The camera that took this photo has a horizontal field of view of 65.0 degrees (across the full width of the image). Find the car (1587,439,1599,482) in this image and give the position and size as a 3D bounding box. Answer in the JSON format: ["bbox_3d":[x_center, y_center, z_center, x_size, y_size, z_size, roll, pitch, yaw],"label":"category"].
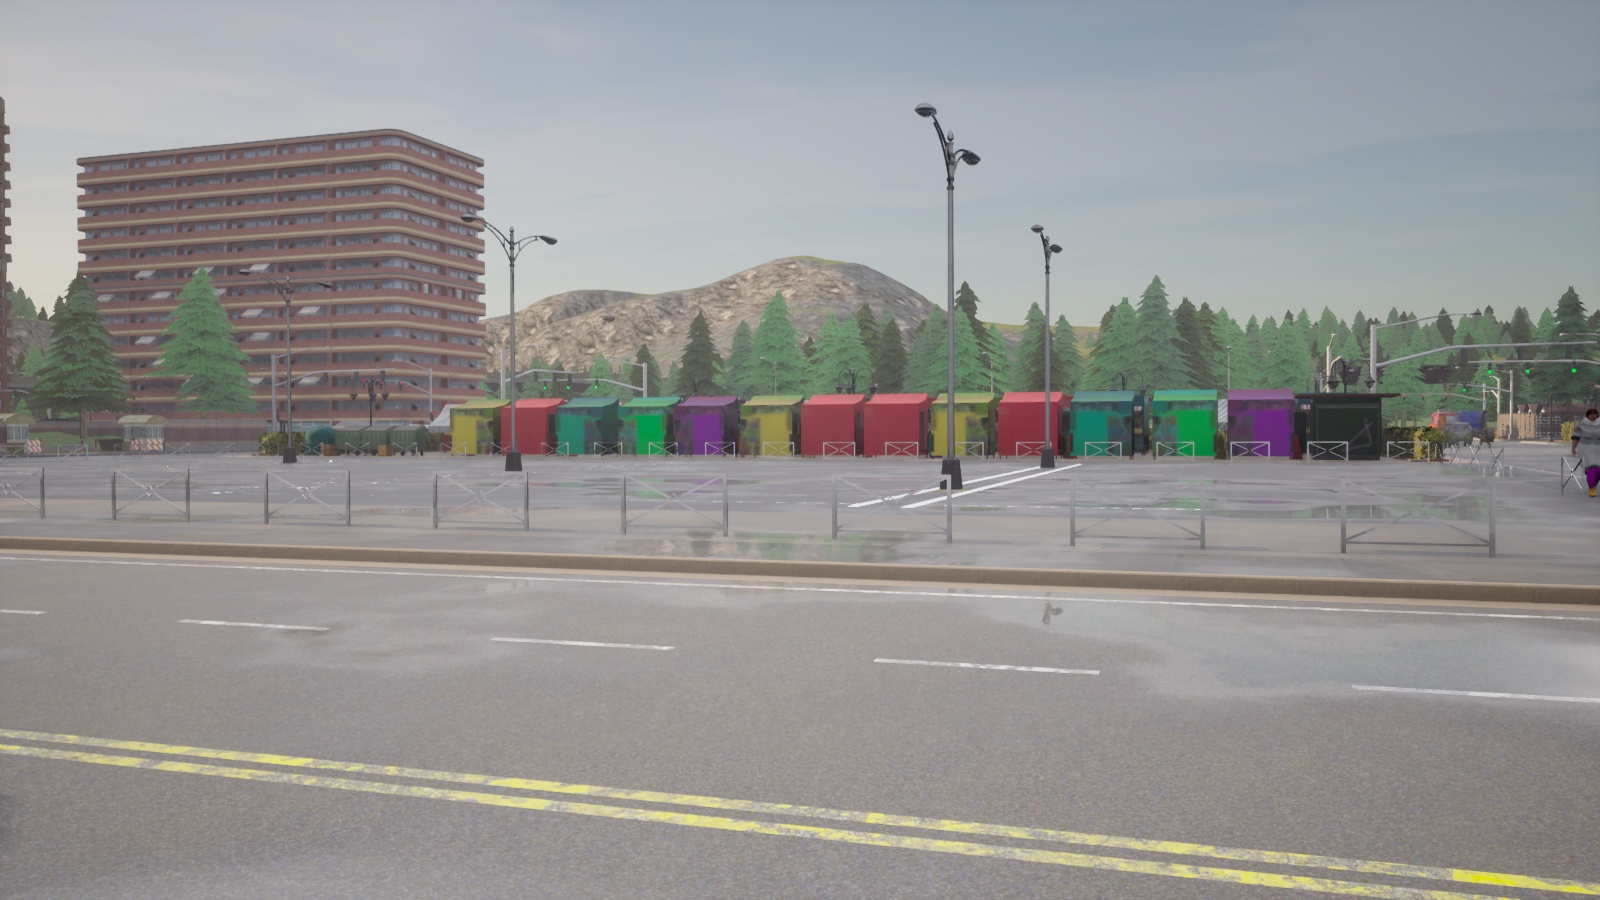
[{"bbox_3d":[26.423,0.356,39.476,1.994,1.385,4.181,1,1,20],"label":"car"}]

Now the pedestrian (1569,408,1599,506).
[{"bbox_3d":[16.137,0.135,25.573,0.659,1.952,0.873,1,1,22],"label":"pedestrian"}]
